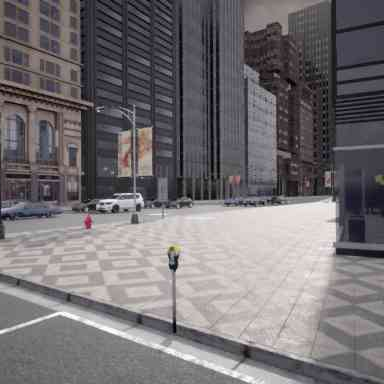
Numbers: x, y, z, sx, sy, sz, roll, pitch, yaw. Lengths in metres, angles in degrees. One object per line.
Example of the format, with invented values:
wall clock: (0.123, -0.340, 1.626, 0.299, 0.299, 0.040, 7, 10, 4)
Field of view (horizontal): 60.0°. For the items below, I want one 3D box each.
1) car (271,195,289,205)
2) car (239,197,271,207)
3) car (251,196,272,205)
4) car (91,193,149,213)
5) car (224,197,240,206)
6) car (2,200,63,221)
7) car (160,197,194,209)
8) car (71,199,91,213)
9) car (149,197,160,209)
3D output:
car: (14.913, 1.344, 56.412, 1.837, 1.490, 4.892, -1, 0, 35)
car: (9.188, 1.453, 48.209, 1.895, 1.301, 4.718, -1, 0, 36)
car: (12.275, 1.465, 58.311, 1.895, 1.301, 4.718, -1, 0, 35)
car: (-7.627, 1.166, 35.938, 2.150, 2.045, 5.566, -1, 0, 35)
car: (6.774, 1.424, 50.420, 2.033, 1.411, 5.357, -1, 0, 36)
car: (-13.500, 1.517, 27.616, 2.033, 1.411, 5.357, -1, 0, 35)
car: (-1.655, 1.426, 44.370, 1.837, 1.490, 4.892, -1, 0, 35)
car: (-10.987, 1.477, 36.808, 1.837, 1.490, 4.892, -1, 0, 35)
car: (-4.986, 1.453, 45.290, 1.837, 1.490, 4.892, -1, 0, 35)
